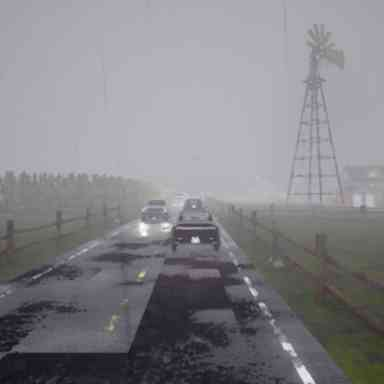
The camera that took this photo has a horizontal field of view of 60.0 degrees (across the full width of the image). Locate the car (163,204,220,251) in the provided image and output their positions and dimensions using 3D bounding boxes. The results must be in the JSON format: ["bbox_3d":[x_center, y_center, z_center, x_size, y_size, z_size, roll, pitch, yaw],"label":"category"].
[{"bbox_3d":[0.134,1.481,14.011,2.128,1.511,4.902,0,0,0],"label":"car"}]

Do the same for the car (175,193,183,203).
[{"bbox_3d":[-2.579,1.190,67.960,2.150,2.045,5.566,0,0,0],"label":"car"}]

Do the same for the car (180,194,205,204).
[{"bbox_3d":[0.180,1.331,31.422,2.097,1.767,4.553,0,0,0],"label":"car"}]

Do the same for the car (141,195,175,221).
[{"bbox_3d":[-2.781,1.332,26.617,2.097,1.767,4.553,0,0,0],"label":"car"}]
